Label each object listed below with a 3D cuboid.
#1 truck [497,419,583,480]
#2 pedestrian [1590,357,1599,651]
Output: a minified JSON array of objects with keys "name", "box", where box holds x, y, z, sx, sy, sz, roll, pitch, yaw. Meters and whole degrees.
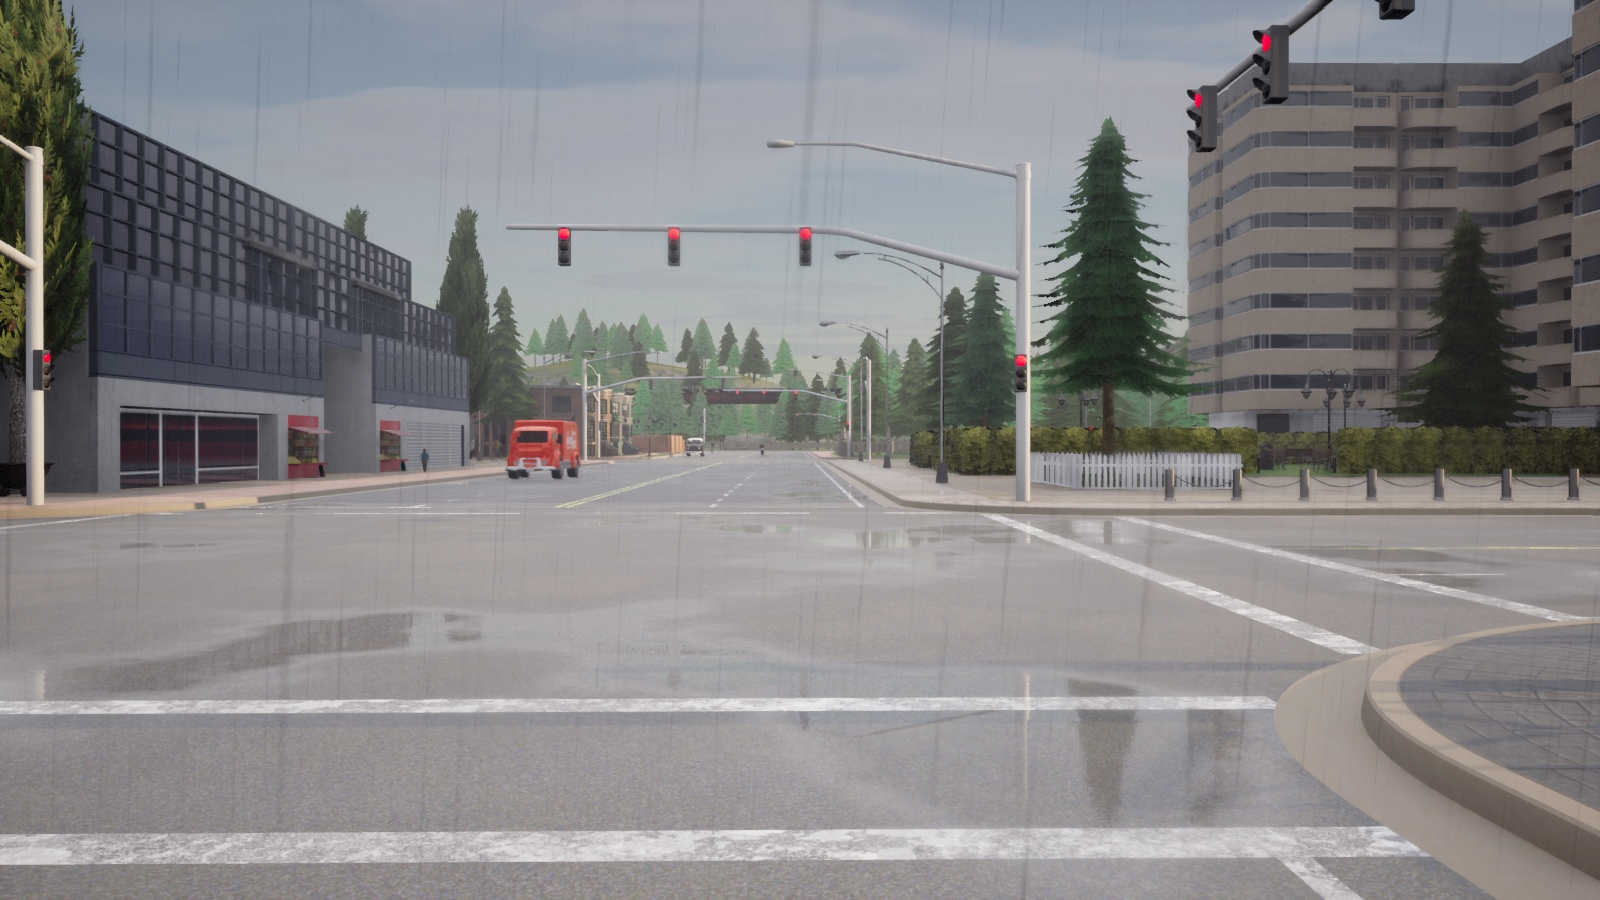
[{"name":"truck","box":[-10.957,-0.050,53.352,2.627,2.467,5.204,0,0,0]},{"name":"pedestrian","box":[5.723,0.357,8.422,0.788,1.949,0.423,0,0,-33]}]
